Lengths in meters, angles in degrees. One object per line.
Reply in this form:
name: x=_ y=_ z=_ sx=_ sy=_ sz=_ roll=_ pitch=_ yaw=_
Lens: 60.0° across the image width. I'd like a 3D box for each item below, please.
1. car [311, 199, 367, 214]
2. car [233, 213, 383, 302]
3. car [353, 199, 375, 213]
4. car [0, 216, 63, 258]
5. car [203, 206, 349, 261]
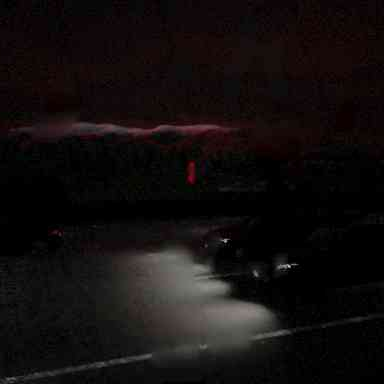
car: x=8.025 y=1.350 z=20.488 sx=4.718 sy=1.301 sz=1.895 roll=-1 pitch=0 yaw=-19
car: x=3.566 y=1.420 z=7.868 sx=4.674 sy=1.442 sz=1.812 roll=-1 pitch=0 yaw=-19
car: x=11.291 y=1.220 z=25.299 sx=5.357 sy=1.411 sz=2.033 roll=-1 pitch=0 yaw=-19
car: x=-6.806 y=1.577 z=11.732 sx=4.181 sy=1.385 sz=1.994 roll=-1 pitch=0 yaw=-19
car: x=2.661 y=1.410 z=11.252 sx=4.674 sy=1.442 sz=1.812 roll=-1 pitch=0 yaw=-19
